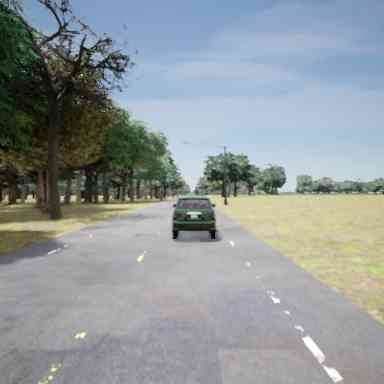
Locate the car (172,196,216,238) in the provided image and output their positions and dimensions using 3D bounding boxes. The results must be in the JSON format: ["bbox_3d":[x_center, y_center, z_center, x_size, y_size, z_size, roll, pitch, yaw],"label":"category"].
[{"bbox_3d":[0.117,1.230,17.998,2.150,2.045,5.566,0,0,0],"label":"car"}]

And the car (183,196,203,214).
[{"bbox_3d":[0.109,1.381,36.195,2.097,1.767,4.553,0,0,0],"label":"car"}]
